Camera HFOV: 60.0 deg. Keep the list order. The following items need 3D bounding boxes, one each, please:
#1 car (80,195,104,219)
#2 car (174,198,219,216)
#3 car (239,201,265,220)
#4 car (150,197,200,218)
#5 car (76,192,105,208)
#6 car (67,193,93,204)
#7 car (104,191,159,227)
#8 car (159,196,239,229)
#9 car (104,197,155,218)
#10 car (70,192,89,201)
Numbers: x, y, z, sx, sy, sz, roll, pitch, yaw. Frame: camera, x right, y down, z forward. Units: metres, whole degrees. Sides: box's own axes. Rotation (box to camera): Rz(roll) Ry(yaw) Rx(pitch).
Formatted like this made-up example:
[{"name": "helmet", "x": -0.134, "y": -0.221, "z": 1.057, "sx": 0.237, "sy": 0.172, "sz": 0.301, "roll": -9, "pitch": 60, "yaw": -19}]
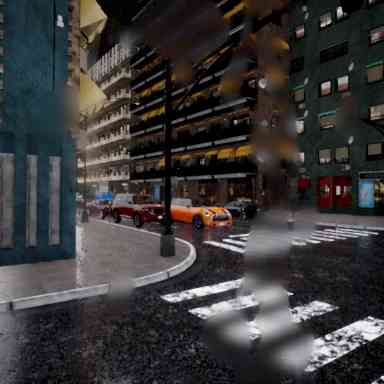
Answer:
[{"name": "car", "x": -6.489, "y": 1.183, "z": 24.825, "sx": 1.887, "sy": 1.381, "sz": 4.507, "roll": 2, "pitch": 0, "yaw": -36}, {"name": "car", "x": 0.323, "y": 1.289, "z": 29.705, "sx": 1.802, "sy": 1.307, "sz": 4.206, "roll": 2, "pitch": 0, "yaw": -36}, {"name": "car", "x": 3.588, "y": 1.353, "z": 25.192, "sx": 1.947, "sy": 1.339, "sz": 4.313, "roll": 2, "pitch": 0, "yaw": -36}, {"name": "car", "x": -1.529, "y": 1.197, "z": 27.822, "sx": 1.837, "sy": 1.490, "sz": 4.892, "roll": 1, "pitch": 1, "yaw": -36}, {"name": "car", "x": -11.195, "y": 1.017, "z": 35.743, "sx": 1.812, "sy": 1.442, "sz": 4.674, "roll": 1, "pitch": 0, "yaw": -36}, {"name": "car", "x": -16.262, "y": 0.877, "z": 48.122, "sx": 2.033, "sy": 1.411, "sz": 5.357, "roll": 1, "pitch": 1, "yaw": -35}, {"name": "car", "x": -3.217, "y": 1.034, "z": 20.312, "sx": 2.192, "sy": 1.841, "sz": 5.009, "roll": 2, "pitch": 0, "yaw": -36}, {"name": "car", "x": 0.294, "y": 1.127, "z": 19.894, "sx": 2.097, "sy": 1.767, "sz": 4.553, "roll": 1, "pitch": 0, "yaw": -37}, {"name": "car", "x": -5.302, "y": 1.184, "z": 27.586, "sx": 2.033, "sy": 1.411, "sz": 5.357, "roll": 1, "pitch": 1, "yaw": -36}, {"name": "car", "x": -19.267, "y": 0.770, "z": 56.784, "sx": 1.887, "sy": 1.381, "sz": 4.507, "roll": 2, "pitch": 0, "yaw": -36}]
